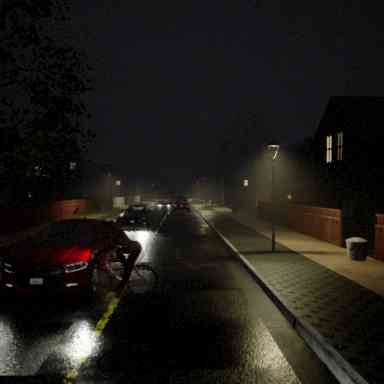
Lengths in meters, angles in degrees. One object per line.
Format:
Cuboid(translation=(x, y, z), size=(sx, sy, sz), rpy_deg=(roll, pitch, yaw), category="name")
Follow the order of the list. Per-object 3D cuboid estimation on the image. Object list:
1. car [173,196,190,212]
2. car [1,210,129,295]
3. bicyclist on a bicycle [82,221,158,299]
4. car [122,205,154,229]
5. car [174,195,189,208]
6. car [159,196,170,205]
Cuboid(translation=(-1.192, 1.527, 37.893), size=(2.033, 1.411, 5.357), rpy_deg=(0, 0, -2), category="car")
Cuboid(translation=(-3.123, 1.472, 8.971), size=(1.882, 1.535, 5.008), rpy_deg=(0, 0, -2), category="car")
Cuboid(translation=(-1.572, 1.445, 7.077), size=(1.656, 1.620, 0.582), rpy_deg=(-2, 0, -2), category="bicyclist on a bicycle")
Cuboid(translation=(-3.549, 1.552, 21.407), size=(1.994, 1.385, 4.181), rpy_deg=(0, 0, -2), category="car")
Cuboid(translation=(-1.576, 1.327, 48.743), size=(2.097, 1.767, 4.553), rpy_deg=(0, 0, -2), category="car")
Cuboid(translation=(-4.861, 1.496, 58.743), size=(1.812, 1.442, 4.674), rpy_deg=(0, 0, -2), category="car")
